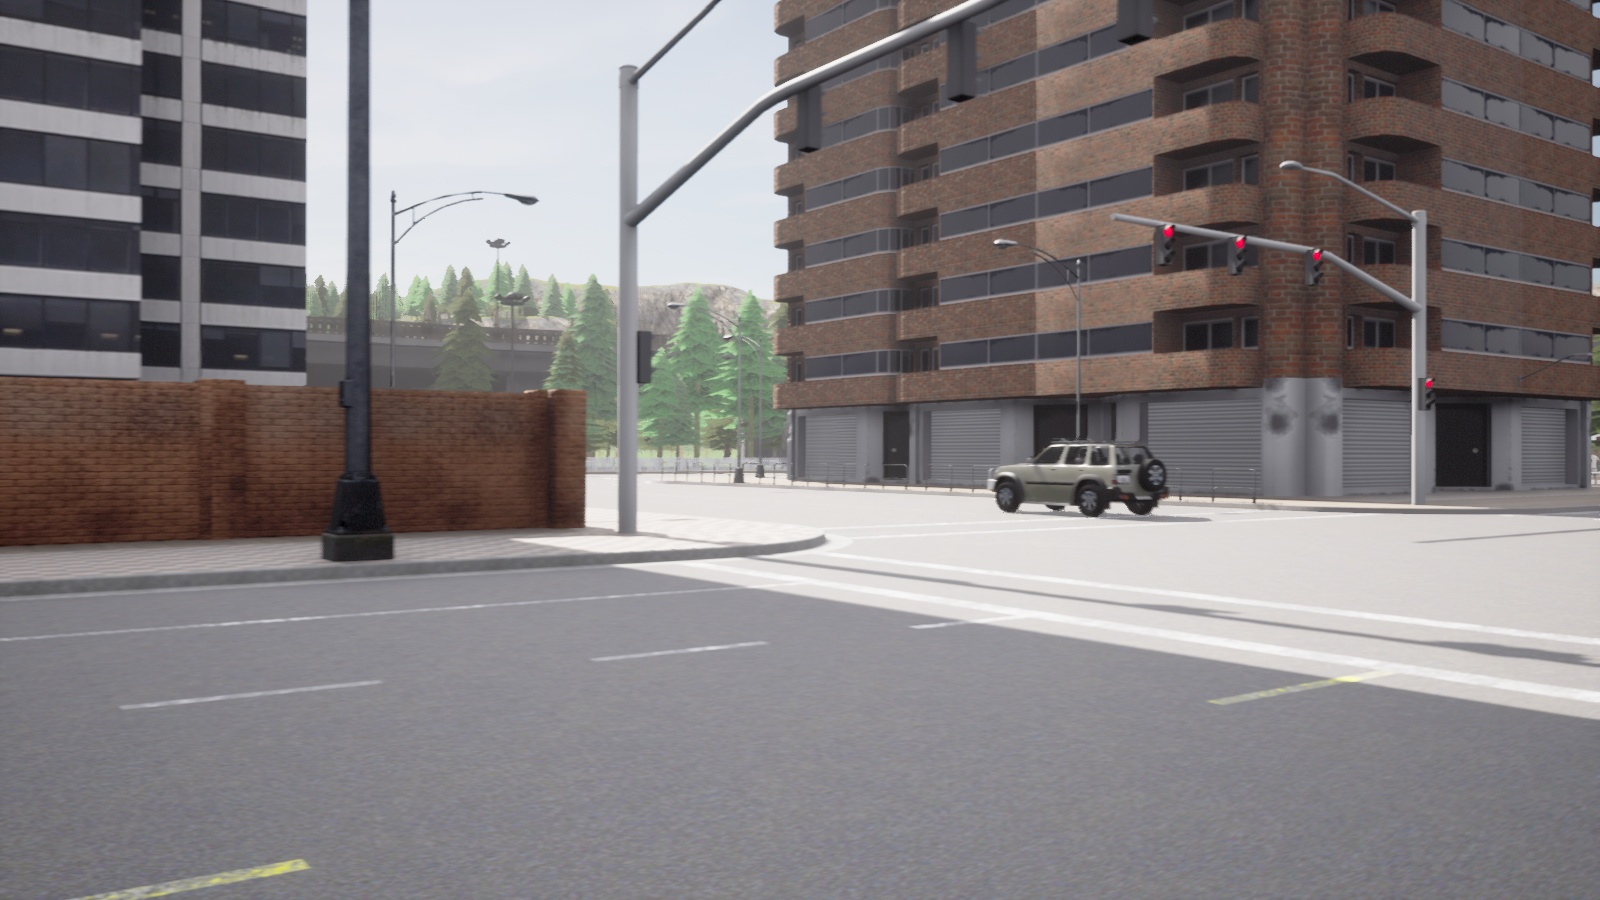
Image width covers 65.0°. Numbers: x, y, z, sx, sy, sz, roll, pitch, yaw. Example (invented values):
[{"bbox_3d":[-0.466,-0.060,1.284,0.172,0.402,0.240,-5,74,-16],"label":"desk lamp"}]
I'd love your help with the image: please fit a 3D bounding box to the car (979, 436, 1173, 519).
[{"bbox_3d":[6.651,0.623,30.712,1.932,1.855,4.605,0,0,-33],"label":"car"}]
